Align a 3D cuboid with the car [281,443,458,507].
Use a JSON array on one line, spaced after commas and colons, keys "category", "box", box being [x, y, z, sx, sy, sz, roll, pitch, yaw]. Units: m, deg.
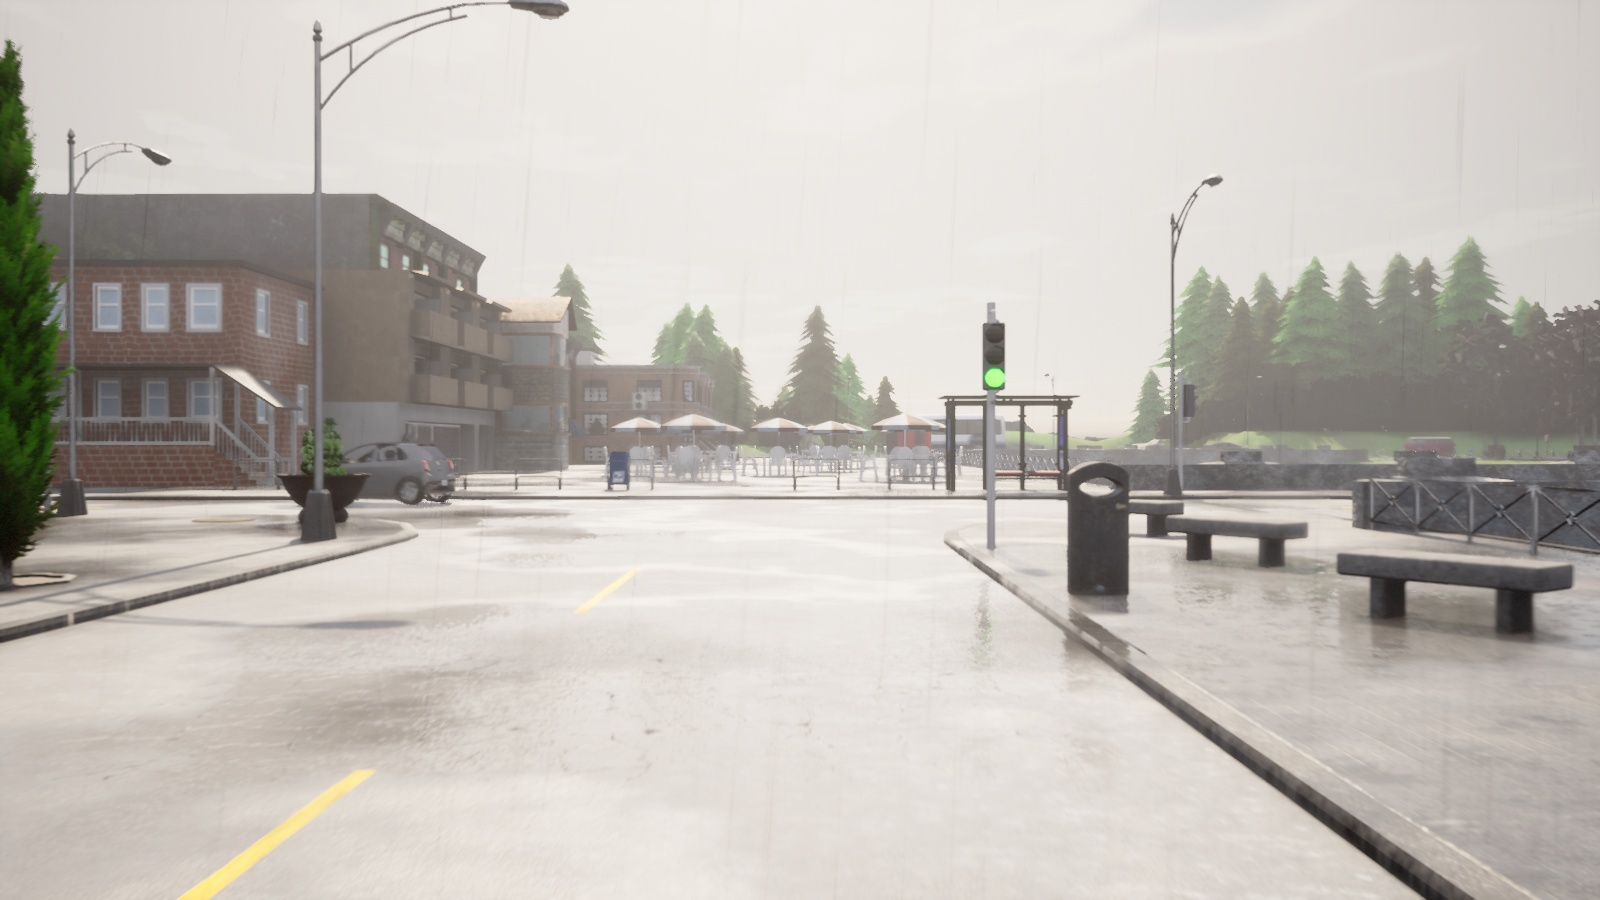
[{"category": "car", "box": [-10.439, 0.580, 30.547, 3.633, 1.501, 1.845, 0, 0, 10]}]
